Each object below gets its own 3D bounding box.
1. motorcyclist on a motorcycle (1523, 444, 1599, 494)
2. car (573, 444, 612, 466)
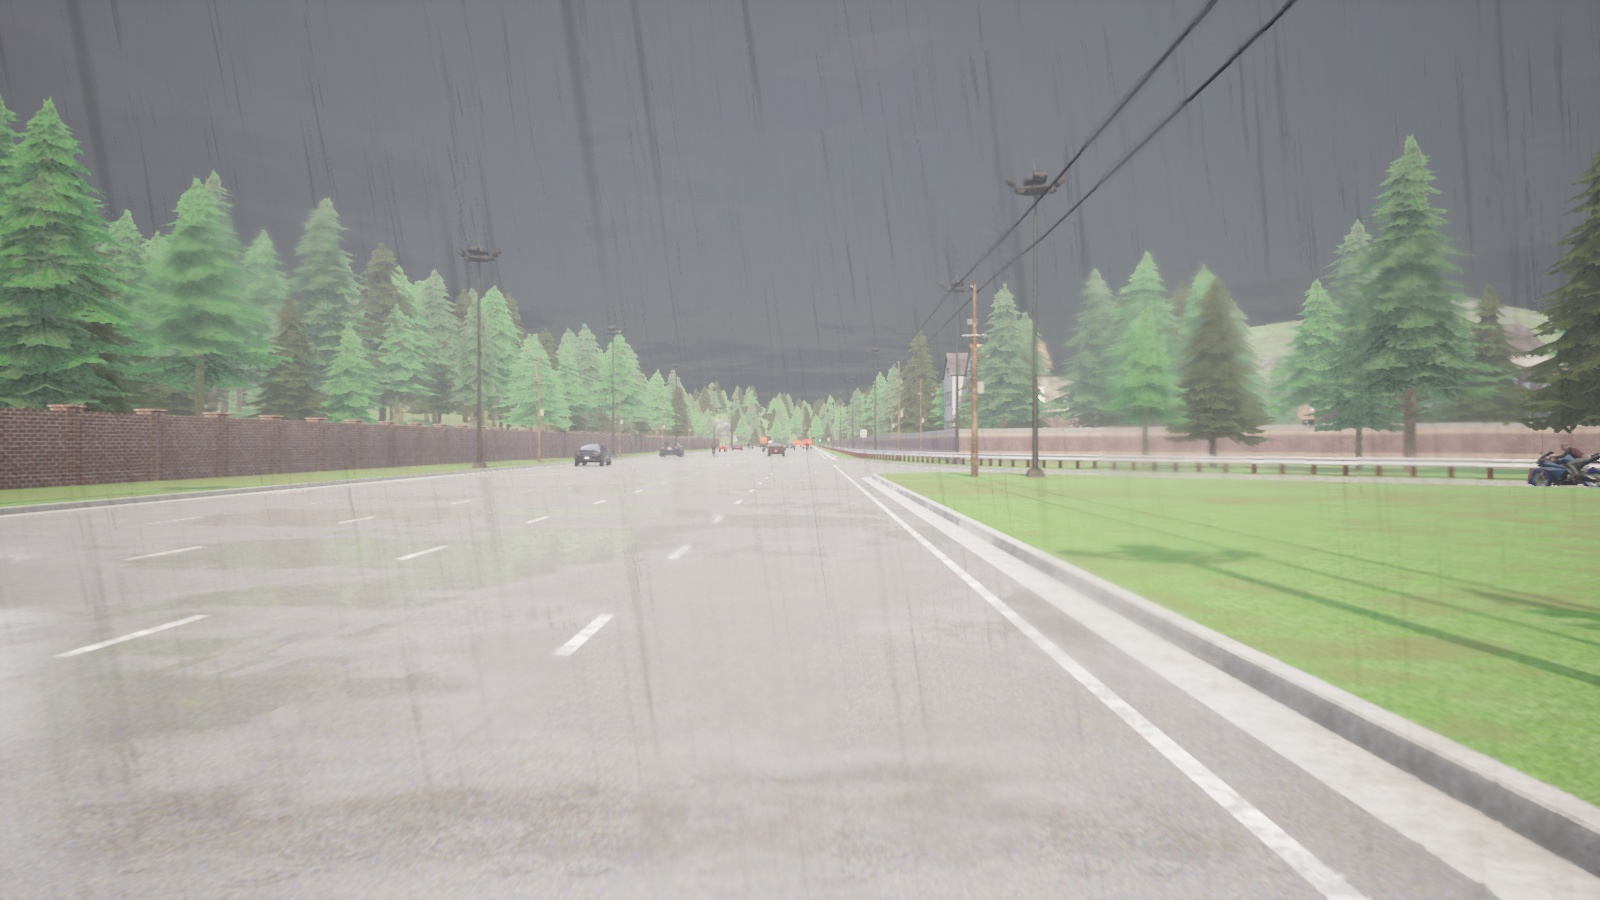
[{"bbox_3d":[24.316,0.578,39.844,0.866,1.530,2.191,0,0,-42],"label":"motorcyclist on a motorcycle"},{"bbox_3d":[-13.516,0.302,81.984,1.812,1.442,4.674,0,0,0],"label":"car"}]
